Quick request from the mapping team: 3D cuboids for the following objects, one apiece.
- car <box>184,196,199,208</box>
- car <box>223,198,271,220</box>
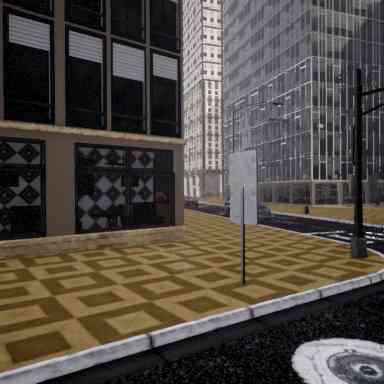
[{"bbox_3d":[-0.653,1.123,39.355,1.994,1.385,4.181,-1,1,-18],"label":"car"},{"bbox_3d":[4.086,1.118,25.204,2.097,1.767,4.553,-1,1,-19],"label":"car"}]
